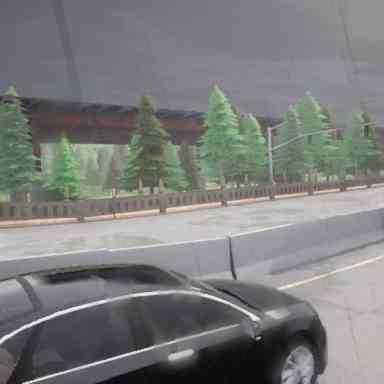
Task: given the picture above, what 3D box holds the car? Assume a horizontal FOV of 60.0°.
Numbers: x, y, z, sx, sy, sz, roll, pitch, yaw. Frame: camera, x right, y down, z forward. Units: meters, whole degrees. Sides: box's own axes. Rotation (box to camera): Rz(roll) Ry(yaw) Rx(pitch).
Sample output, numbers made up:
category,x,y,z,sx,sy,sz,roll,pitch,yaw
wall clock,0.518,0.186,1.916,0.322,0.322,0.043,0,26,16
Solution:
category,x,y,z,sx,sy,sz,roll,pitch,yaw
car,-0.631,1.499,3.301,4.892,1.490,1.837,-1,0,-36
